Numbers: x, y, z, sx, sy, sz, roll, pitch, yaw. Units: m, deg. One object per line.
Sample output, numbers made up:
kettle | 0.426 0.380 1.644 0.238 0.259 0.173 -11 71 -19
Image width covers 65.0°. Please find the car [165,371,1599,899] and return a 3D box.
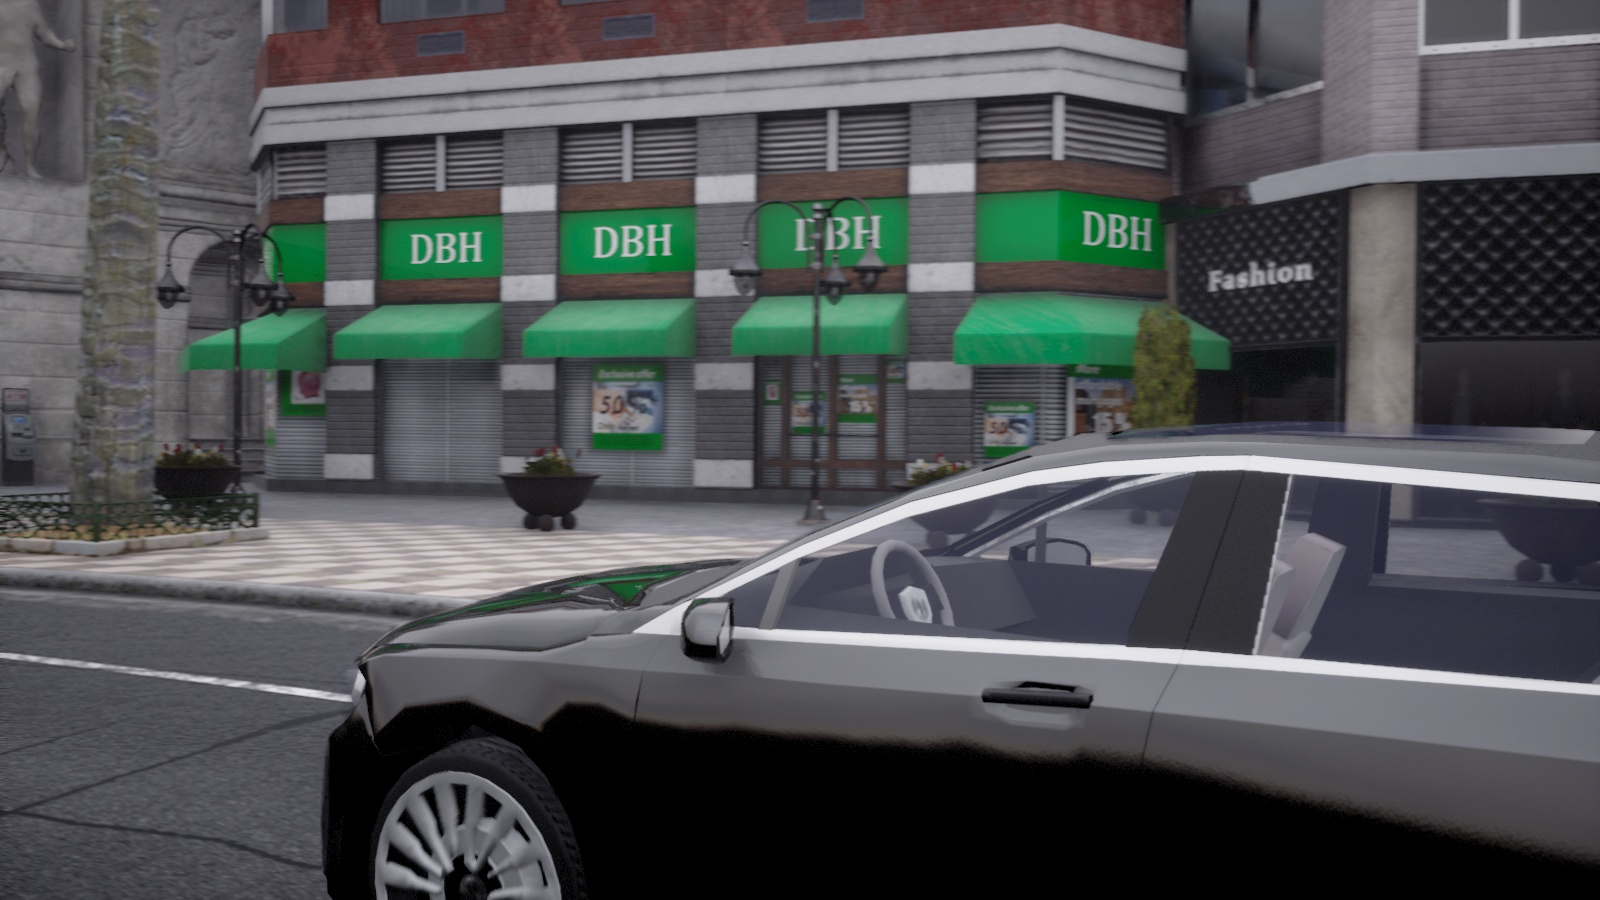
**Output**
car | 0.939 0.635 2.965 4.902 1.511 2.128 0 1 33
